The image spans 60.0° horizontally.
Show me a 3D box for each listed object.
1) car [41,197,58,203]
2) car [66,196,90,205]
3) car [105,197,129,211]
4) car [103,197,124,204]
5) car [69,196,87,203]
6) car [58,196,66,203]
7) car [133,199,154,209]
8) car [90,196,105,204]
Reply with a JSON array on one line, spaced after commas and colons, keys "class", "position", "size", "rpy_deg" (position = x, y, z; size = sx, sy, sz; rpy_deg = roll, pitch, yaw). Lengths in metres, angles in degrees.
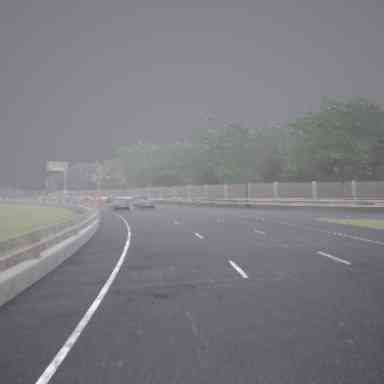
[{"class": "car", "position": [-32.653, 1.859, 74.786], "size": [4.181, 1.385, 1.994], "rpy_deg": [-1, 0, 43]}, {"class": "car", "position": [-21.507, 1.666, 62.545], "size": [1.882, 1.535, 5.008], "rpy_deg": [0, 0, -38]}, {"class": "car", "position": [-9.372, 1.631, 42.459], "size": [1.994, 1.385, 4.181], "rpy_deg": [-1, 0, -24]}, {"class": "car", "position": [-15.948, 1.666, 67.007], "size": [2.033, 1.411, 5.357], "rpy_deg": [-1, 0, -39]}, {"class": "car", "position": [-27.107, 1.715, 79.168], "size": [5.008, 1.535, 1.882], "rpy_deg": [-1, 0, 43]}, {"class": "car", "position": [-30.067, 1.774, 77.149], "size": [4.892, 1.490, 1.837], "rpy_deg": [-1, 0, 43]}, {"class": "car", "position": [-6.591, 1.596, 44.745], "size": [1.994, 1.385, 4.181], "rpy_deg": [-1, 0, -25]}, {"class": "car", "position": [-19.434, 1.513, 65.554], "size": [2.097, 1.767, 4.553], "rpy_deg": [-1, 0, -38]}]
